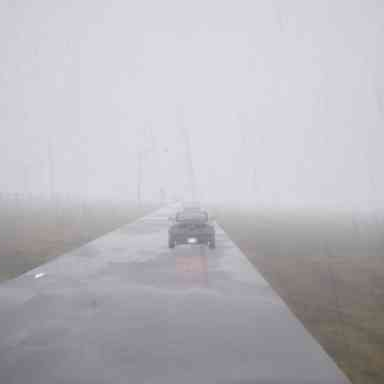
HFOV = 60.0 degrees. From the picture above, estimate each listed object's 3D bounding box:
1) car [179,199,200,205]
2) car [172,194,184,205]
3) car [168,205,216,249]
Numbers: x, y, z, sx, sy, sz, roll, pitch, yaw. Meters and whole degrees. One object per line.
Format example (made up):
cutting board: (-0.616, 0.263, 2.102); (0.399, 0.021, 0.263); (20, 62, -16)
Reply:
car: (0.000, 1.597, 29.659); (1.812, 1.442, 4.674); (0, 0, 0)
car: (-2.750, 1.506, 65.639); (2.150, 2.045, 5.566); (0, 0, 0)
car: (0.000, 1.535, 14.655); (1.837, 1.490, 4.892); (0, 0, 0)
